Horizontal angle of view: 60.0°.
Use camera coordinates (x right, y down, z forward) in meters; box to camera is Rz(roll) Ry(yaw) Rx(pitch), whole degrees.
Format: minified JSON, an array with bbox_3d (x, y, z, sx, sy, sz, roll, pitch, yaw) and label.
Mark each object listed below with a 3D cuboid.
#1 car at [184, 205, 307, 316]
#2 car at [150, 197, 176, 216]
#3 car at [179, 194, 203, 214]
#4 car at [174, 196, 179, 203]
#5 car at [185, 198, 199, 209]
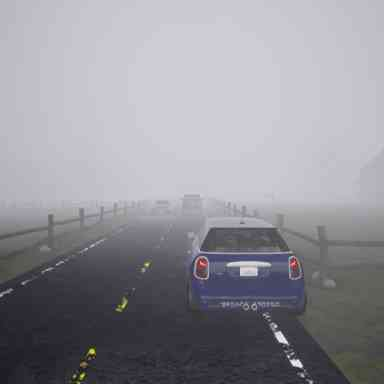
[{"bbox_3d":[0.947,1.349,7.682,2.097,1.767,4.553,0,0,0],"label":"car"},{"bbox_3d":[-2.913,1.528,32.962,1.812,1.442,4.674,0,0,0],"label":"car"},{"bbox_3d":[0.002,1.226,35.716,2.150,2.045,5.566,0,0,0],"label":"car"},{"bbox_3d":[-2.871,1.551,62.400,1.812,1.442,4.674,0,0,0],"label":"car"},{"bbox_3d":[-0.040,1.537,46.361,1.812,1.442,4.674,0,0,0],"label":"car"}]
